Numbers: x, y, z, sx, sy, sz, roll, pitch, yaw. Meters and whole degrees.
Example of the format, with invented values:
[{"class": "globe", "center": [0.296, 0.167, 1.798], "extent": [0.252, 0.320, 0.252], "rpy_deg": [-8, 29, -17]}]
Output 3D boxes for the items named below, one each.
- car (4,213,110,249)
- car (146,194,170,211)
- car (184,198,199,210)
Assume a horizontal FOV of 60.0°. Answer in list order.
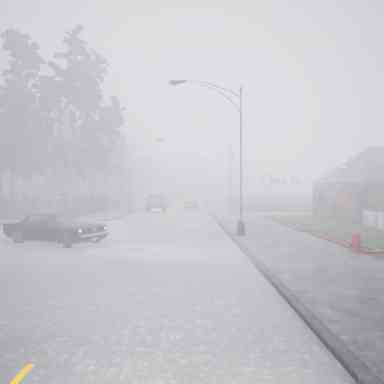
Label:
[{"class": "car", "center": [-5.884, 1.601, 14.480], "extent": [4.718, 1.301, 1.895], "rpy_deg": [0, 0, 27]}, {"class": "car", "center": [-4.253, 1.221, 40.298], "extent": [2.150, 2.045, 5.566], "rpy_deg": [0, 0, 0]}, {"class": "car", "center": [-0.057, 1.477, 43.556], "extent": [1.882, 1.535, 5.008], "rpy_deg": [0, 0, 0]}]
